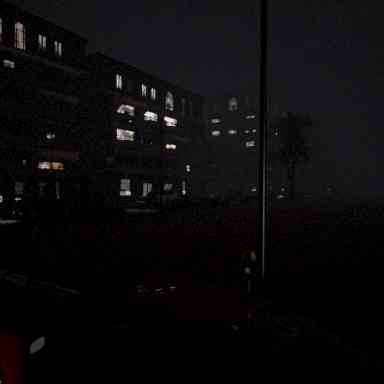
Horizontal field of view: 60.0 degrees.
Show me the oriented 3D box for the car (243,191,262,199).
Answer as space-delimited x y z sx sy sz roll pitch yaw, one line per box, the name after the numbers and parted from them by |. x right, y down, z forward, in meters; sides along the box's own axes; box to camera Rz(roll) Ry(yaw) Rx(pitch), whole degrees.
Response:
11.840 0.526 64.950 1.752 1.417 4.829 2 2 35 | car

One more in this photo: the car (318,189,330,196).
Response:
33.656 0.069 84.792 1.801 1.575 5.366 1 1 35 | car

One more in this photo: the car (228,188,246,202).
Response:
7.516 0.644 48.724 2.097 1.767 4.553 1 1 35 | car

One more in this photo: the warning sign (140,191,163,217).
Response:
-3.033 0.851 24.820 1.300 1.860 1.060 -1 0 35 | warning sign

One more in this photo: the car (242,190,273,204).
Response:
9.263 0.877 46.592 2.008 1.369 4.403 2 2 35 | car

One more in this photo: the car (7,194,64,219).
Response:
-11.781 1.230 26.533 1.837 1.490 4.892 1 1 35 | car

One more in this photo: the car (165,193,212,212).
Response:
-0.287 1.132 32.882 1.887 1.381 4.507 2 2 35 | car

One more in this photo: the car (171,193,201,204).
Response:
-0.796 0.910 46.812 1.947 1.339 4.313 2 2 35 | car

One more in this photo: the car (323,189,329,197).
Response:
28.362 0.361 74.008 2.008 1.369 4.403 2 2 35 | car

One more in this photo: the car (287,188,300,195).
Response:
24.672 -0.029 83.362 2.192 1.841 5.009 2 2 35 | car

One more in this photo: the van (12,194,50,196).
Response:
-13.526 1.035 28.529 1.690 1.788 3.998 2 2 35 | van

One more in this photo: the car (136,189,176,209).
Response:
-3.847 0.729 37.912 2.150 2.045 5.566 1 1 35 | car

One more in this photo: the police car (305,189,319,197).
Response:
27.726 0.191 76.622 1.930 1.638 5.238 0 1 32 | police car

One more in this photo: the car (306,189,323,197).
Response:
25.180 0.446 69.440 2.008 1.369 4.403 2 2 35 | car

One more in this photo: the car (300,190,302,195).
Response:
27.852 0.115 87.938 1.887 1.381 4.507 2 2 35 | car

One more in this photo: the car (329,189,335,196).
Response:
34.729 0.079 83.145 1.967 1.590 4.097 2 2 35 | car

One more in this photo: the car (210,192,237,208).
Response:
2.896 1.051 37.452 2.008 1.369 4.403 2 2 35 | car

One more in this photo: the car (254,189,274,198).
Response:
15.123 0.227 69.654 2.192 1.841 5.009 2 2 35 | car

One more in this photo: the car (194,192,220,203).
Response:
2.387 0.808 51.382 2.008 1.369 4.403 2 2 35 | car

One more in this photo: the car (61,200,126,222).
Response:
-6.653 1.329 23.745 1.947 1.339 4.313 2 2 35 | car

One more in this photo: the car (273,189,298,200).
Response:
15.727 0.676 55.870 1.752 1.417 4.829 2 2 35 | car

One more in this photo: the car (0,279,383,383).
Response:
-0.308 1.544 3.091 4.507 1.381 1.887 0 0 36 | car
